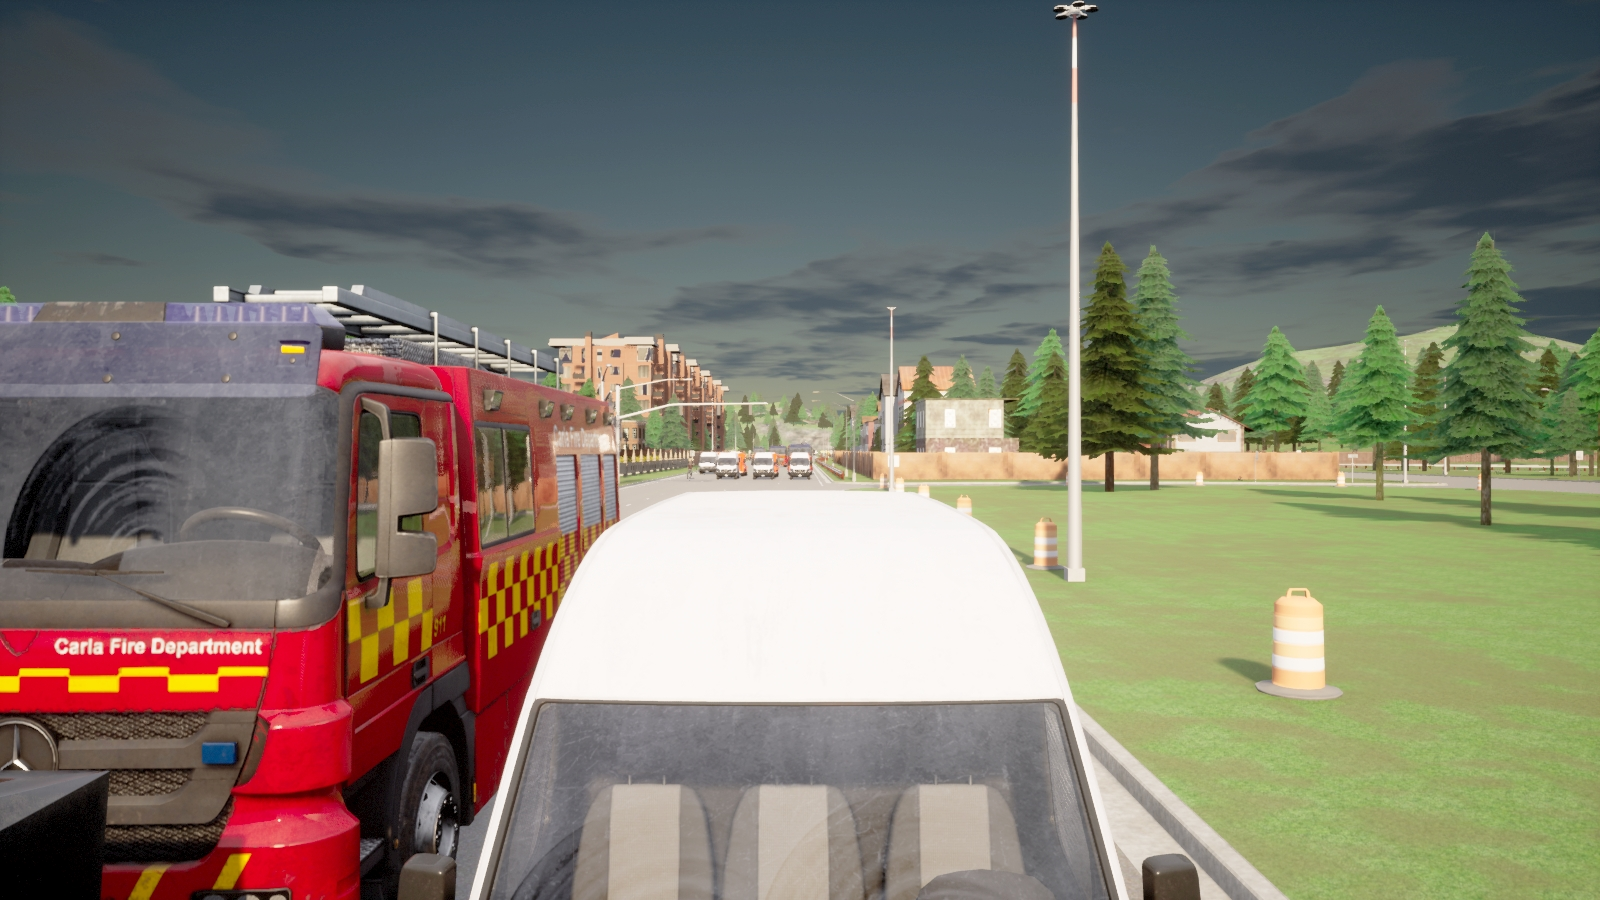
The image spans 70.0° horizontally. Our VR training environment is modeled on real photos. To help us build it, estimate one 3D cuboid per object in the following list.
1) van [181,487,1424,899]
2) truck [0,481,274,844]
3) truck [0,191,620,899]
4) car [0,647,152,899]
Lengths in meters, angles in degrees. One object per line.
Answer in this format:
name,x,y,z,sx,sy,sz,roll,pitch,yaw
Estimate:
van,0.005,1.534,4.785,1.988,2.561,5.915,0,0,0
truck,-6.999,1.568,9.757,2.627,2.467,5.204,0,0,0
truck,-3.494,0.891,8.749,2.891,3.827,8.468,0,0,0
car,-3.501,1.754,0.939,2.390,2.098,6.274,0,0,0
